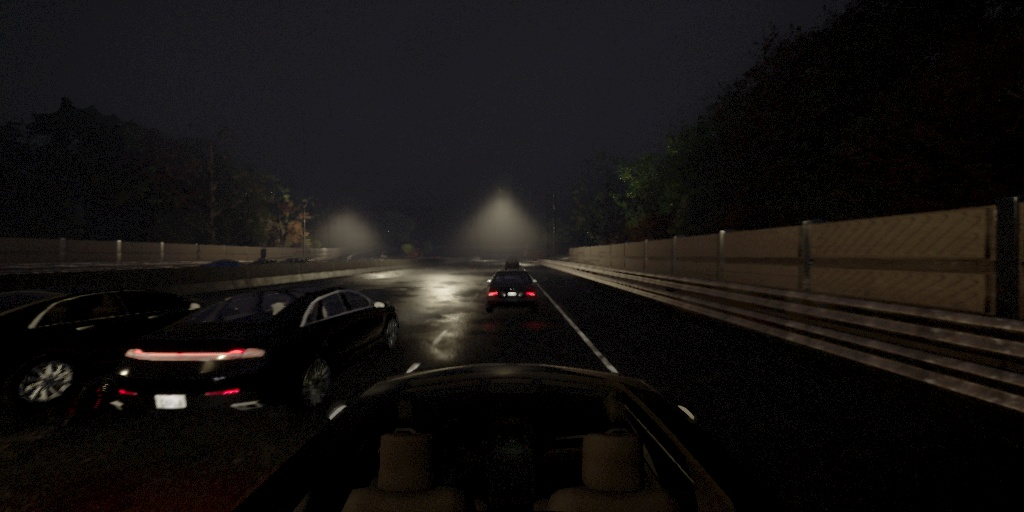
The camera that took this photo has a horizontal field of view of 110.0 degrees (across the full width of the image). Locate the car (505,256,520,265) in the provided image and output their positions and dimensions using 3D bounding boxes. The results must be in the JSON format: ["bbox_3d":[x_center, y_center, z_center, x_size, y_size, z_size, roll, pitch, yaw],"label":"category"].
[{"bbox_3d":[0.016,1.152,48.712,1.882,1.535,5.008,0,0,0],"label":"car"}]

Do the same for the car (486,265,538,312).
[{"bbox_3d":[0.004,1.265,14.051,2.033,1.411,5.357,0,0,0],"label":"car"}]

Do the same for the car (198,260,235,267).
[{"bbox_3d":[-31.532,1.158,39.079,1.882,1.535,5.008,0,0,1],"label":"car"}]

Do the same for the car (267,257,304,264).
[{"bbox_3d":[-24.529,1.032,40.125,2.097,1.767,4.553,0,0,1],"label":"car"}]

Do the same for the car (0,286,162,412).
[{"bbox_3d":[-6.899,1.242,6.032,1.837,1.490,4.892,0,0,0],"label":"car"}]

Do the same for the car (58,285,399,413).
[{"bbox_3d":[-3.396,1.229,5.995,2.128,1.511,4.902,0,0,0],"label":"car"}]

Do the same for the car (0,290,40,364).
[{"bbox_3d":[-10.397,1.342,4.822,1.895,1.301,4.718,0,0,0],"label":"car"}]

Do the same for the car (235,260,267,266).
[{"bbox_3d":[-28.019,1.180,40.284,1.837,1.490,4.892,0,2,1],"label":"car"}]

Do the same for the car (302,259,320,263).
[{"bbox_3d":[-21.000,1.280,40.246,1.895,1.301,4.718,0,0,0],"label":"car"}]
